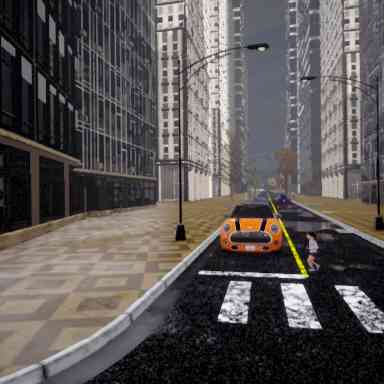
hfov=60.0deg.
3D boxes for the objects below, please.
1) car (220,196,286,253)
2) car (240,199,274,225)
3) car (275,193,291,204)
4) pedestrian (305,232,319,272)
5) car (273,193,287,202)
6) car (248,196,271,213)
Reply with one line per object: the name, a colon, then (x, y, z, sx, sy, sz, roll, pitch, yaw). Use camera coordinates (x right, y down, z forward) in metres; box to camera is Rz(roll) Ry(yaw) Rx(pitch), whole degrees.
car: (2.371, 1.206, 13.006, 2.097, 1.767, 4.553, -1, 1, 12)
car: (4.561, 1.283, 22.955, 2.033, 1.411, 5.357, -1, 1, 13)
car: (12.742, 0.940, 46.531, 1.812, 1.442, 4.674, -1, 1, 12)
pedestrian: (3.248, 1.555, 8.840, 0.500, 1.100, 0.500, 0, 0, 12)
car: (14.863, 0.846, 56.192, 2.033, 1.411, 5.357, -1, 1, 12)
car: (6.841, 1.159, 33.338, 2.033, 1.411, 5.357, -1, 1, 13)
